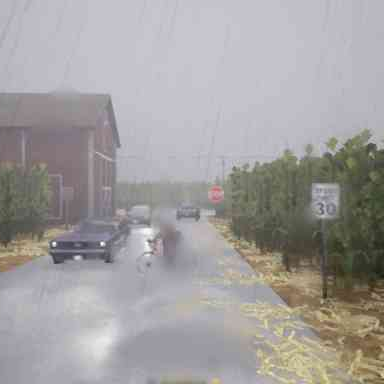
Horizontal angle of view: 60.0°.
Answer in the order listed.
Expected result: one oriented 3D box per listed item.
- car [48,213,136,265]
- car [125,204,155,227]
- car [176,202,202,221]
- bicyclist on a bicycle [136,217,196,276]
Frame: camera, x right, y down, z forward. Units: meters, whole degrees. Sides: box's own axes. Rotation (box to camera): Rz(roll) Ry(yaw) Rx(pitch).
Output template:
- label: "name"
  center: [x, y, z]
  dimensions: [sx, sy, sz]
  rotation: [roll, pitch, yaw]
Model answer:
- label: "car"
  center: [-3.469, 1.674, 12.167]
  dimensions: [1.895, 1.301, 4.718]
  rotation: [0, 0, -1]
- label: "car"
  center: [-3.717, 1.640, 23.958]
  dimensions: [1.812, 1.442, 4.674]
  rotation: [0, 1, -1]
- label: "car"
  center: [-0.194, 1.594, 28.672]
  dimensions: [2.128, 1.511, 4.902]
  rotation: [0, 0, 5]
- label: "bicyclist on a bicycle"
  center: [-0.718, 1.502, 9.135]
  dimensions: [1.656, 1.620, 0.582]
  rotation: [-2, 0, -2]
